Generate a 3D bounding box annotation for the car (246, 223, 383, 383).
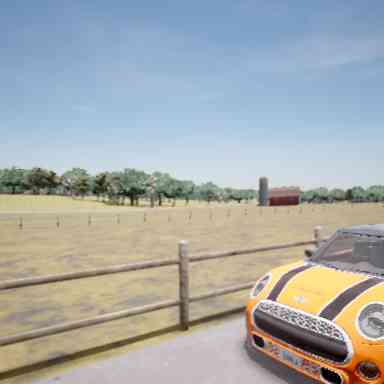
[{"bbox_3d":[2.973,1.336,5.191,4.553,1.767,2.097,0,0,-35],"label":"car"}]
